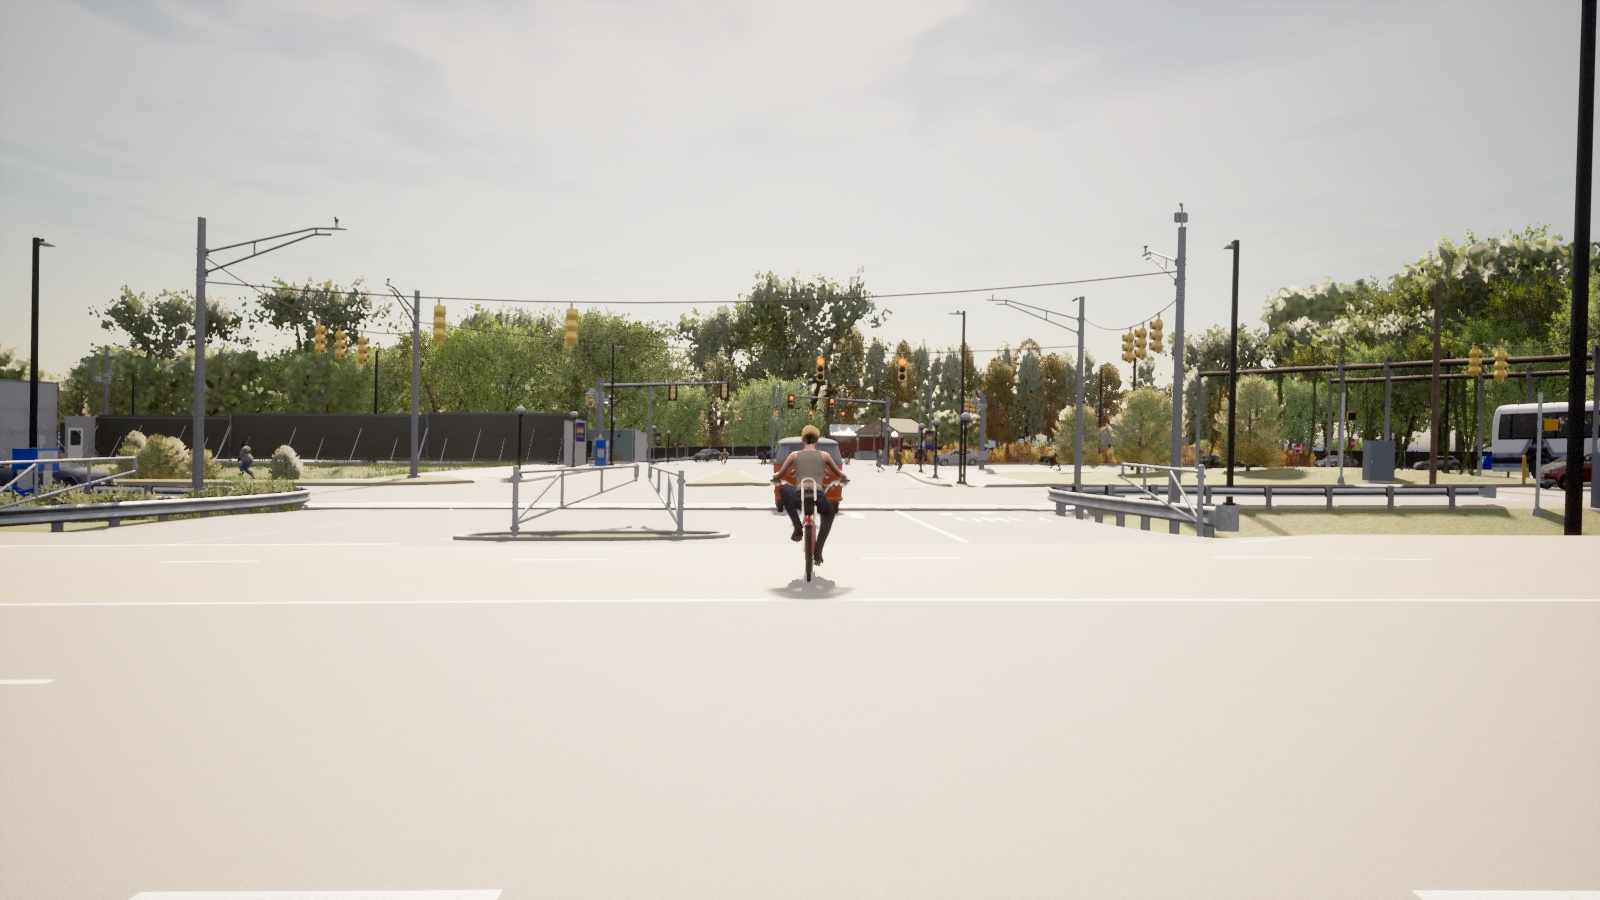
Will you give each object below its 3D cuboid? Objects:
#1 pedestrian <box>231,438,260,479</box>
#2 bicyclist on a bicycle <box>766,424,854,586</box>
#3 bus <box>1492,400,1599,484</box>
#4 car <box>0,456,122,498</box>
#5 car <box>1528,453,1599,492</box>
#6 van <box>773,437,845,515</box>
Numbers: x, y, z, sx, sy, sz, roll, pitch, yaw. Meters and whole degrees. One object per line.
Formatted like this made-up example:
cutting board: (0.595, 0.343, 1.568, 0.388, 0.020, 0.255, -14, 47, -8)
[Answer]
pedestrian: (-25.452, 0.389, 57.691, 0.900, 1.855, 0.874, 1, 1, 1)
bicyclist on a bicycle: (0.119, 0.546, 13.289, 0.866, 1.612, 1.509, 0, 1, 1)
bus: (41.756, -0.360, 64.725, 3.944, 4.253, 10.273, 1, -1, -25)
car: (-26.719, 0.940, 44.650, 4.181, 1.385, 1.994, 0, 1, 0)
car: (32.188, 0.910, 51.405, 3.705, 1.549, 1.789, 0, 1, -1)
van: (0.182, 0.640, 34.256, 1.775, 1.987, 4.442, 0, 1, -2)
